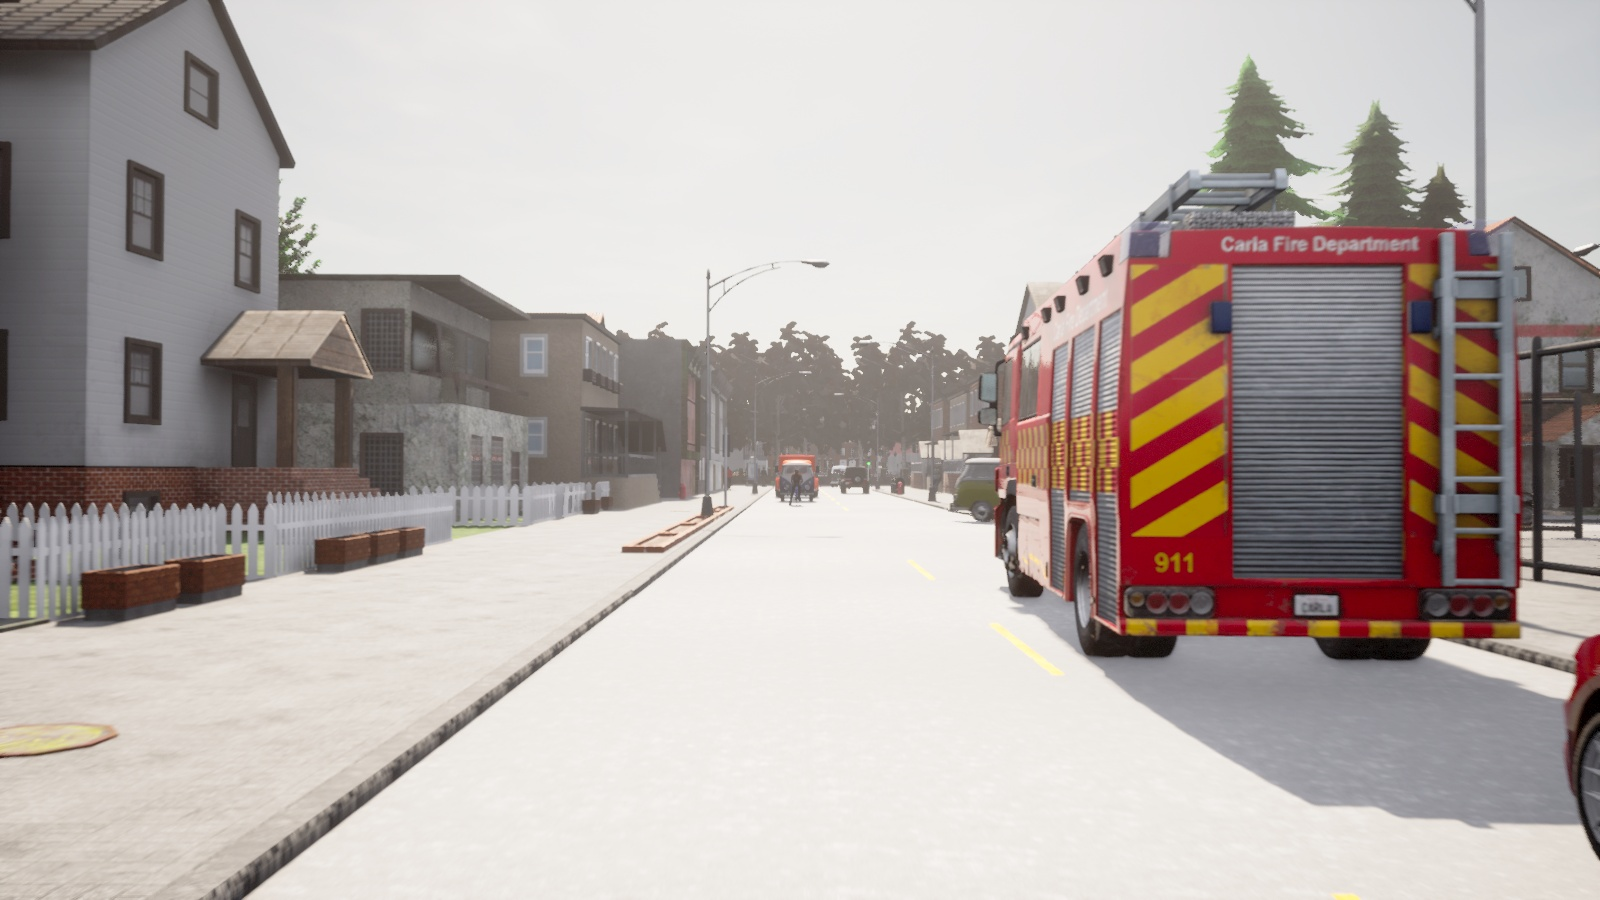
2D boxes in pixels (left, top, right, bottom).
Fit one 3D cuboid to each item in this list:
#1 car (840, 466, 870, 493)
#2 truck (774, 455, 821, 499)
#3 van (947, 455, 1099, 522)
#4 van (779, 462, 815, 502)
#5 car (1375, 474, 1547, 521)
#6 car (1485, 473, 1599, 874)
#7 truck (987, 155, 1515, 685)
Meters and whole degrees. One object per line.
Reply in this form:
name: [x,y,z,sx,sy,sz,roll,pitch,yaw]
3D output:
car: [3.802,2.031,87.180,1.905,1.878,3.866,0,-1,0]
truck: [-0.169,1.528,73.649,2.627,2.467,5.204,0,0,0]
van: [6.917,1.179,38.887,4.442,1.987,1.775,-1,0,17]
van: [-0.146,1.627,64.325,1.775,1.987,4.442,0,-1,0]
car: [20.022,1.427,38.174,4.181,1.385,1.994,0,-1,0]
car: [3.954,0.827,3.112,1.882,1.535,5.008,0,-1,2]
truck: [3.888,-0.146,13.351,2.891,3.827,8.468,0,-1,3]
